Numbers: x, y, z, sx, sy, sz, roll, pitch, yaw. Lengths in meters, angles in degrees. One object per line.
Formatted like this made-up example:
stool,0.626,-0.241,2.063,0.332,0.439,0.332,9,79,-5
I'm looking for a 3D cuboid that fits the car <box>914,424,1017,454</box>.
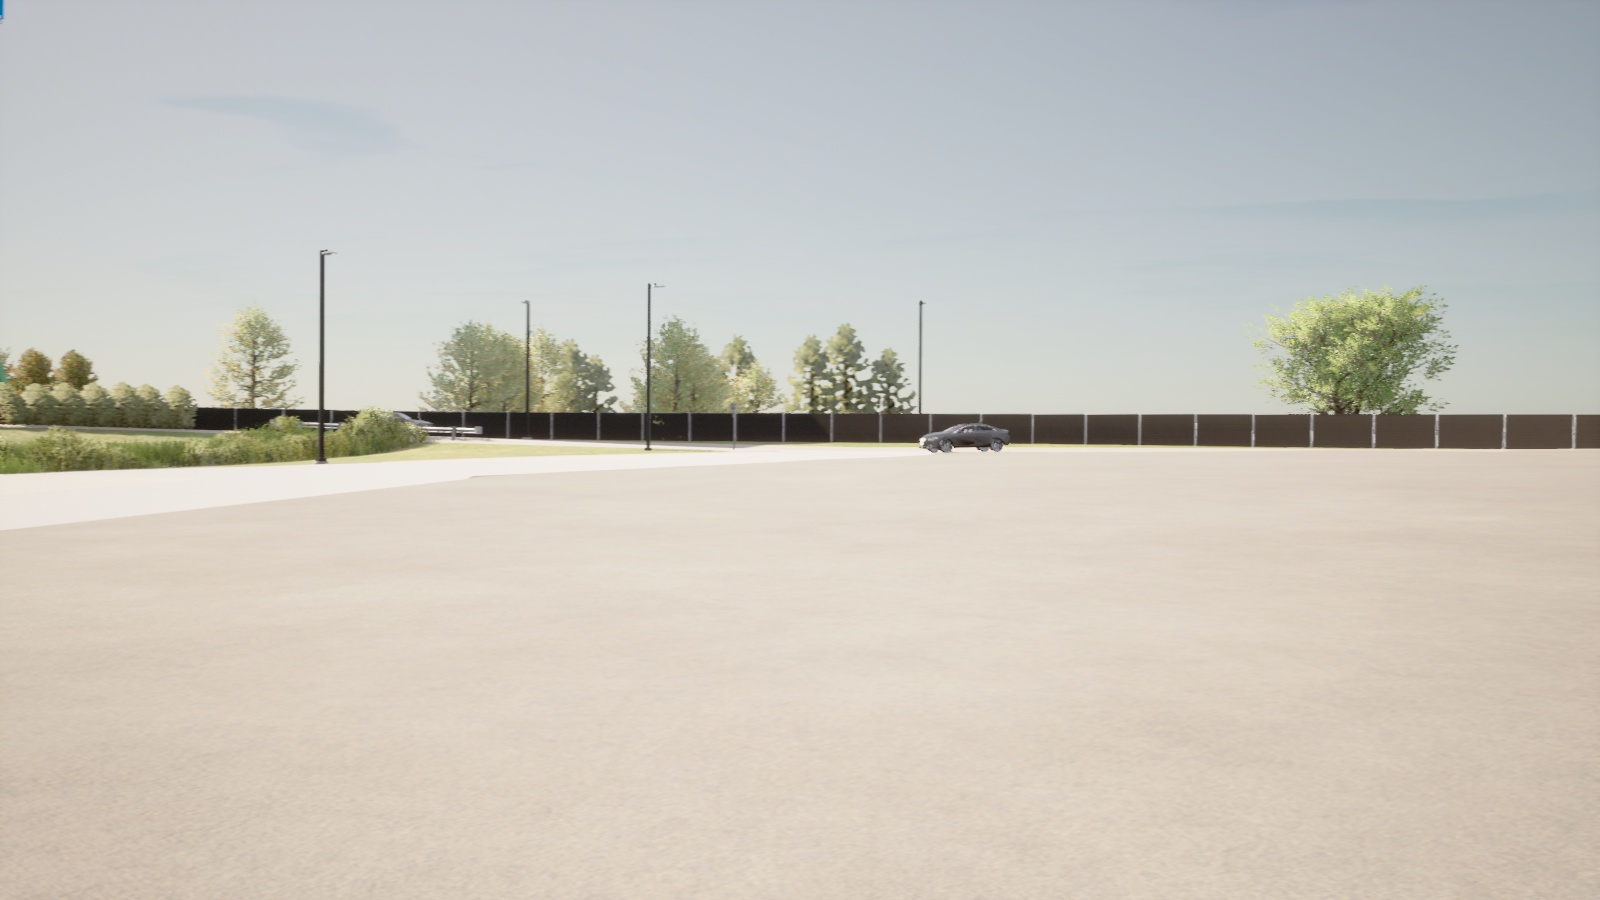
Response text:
car,8.665,-0.589,65.739,4.902,1.511,2.128,-1,1,-18
